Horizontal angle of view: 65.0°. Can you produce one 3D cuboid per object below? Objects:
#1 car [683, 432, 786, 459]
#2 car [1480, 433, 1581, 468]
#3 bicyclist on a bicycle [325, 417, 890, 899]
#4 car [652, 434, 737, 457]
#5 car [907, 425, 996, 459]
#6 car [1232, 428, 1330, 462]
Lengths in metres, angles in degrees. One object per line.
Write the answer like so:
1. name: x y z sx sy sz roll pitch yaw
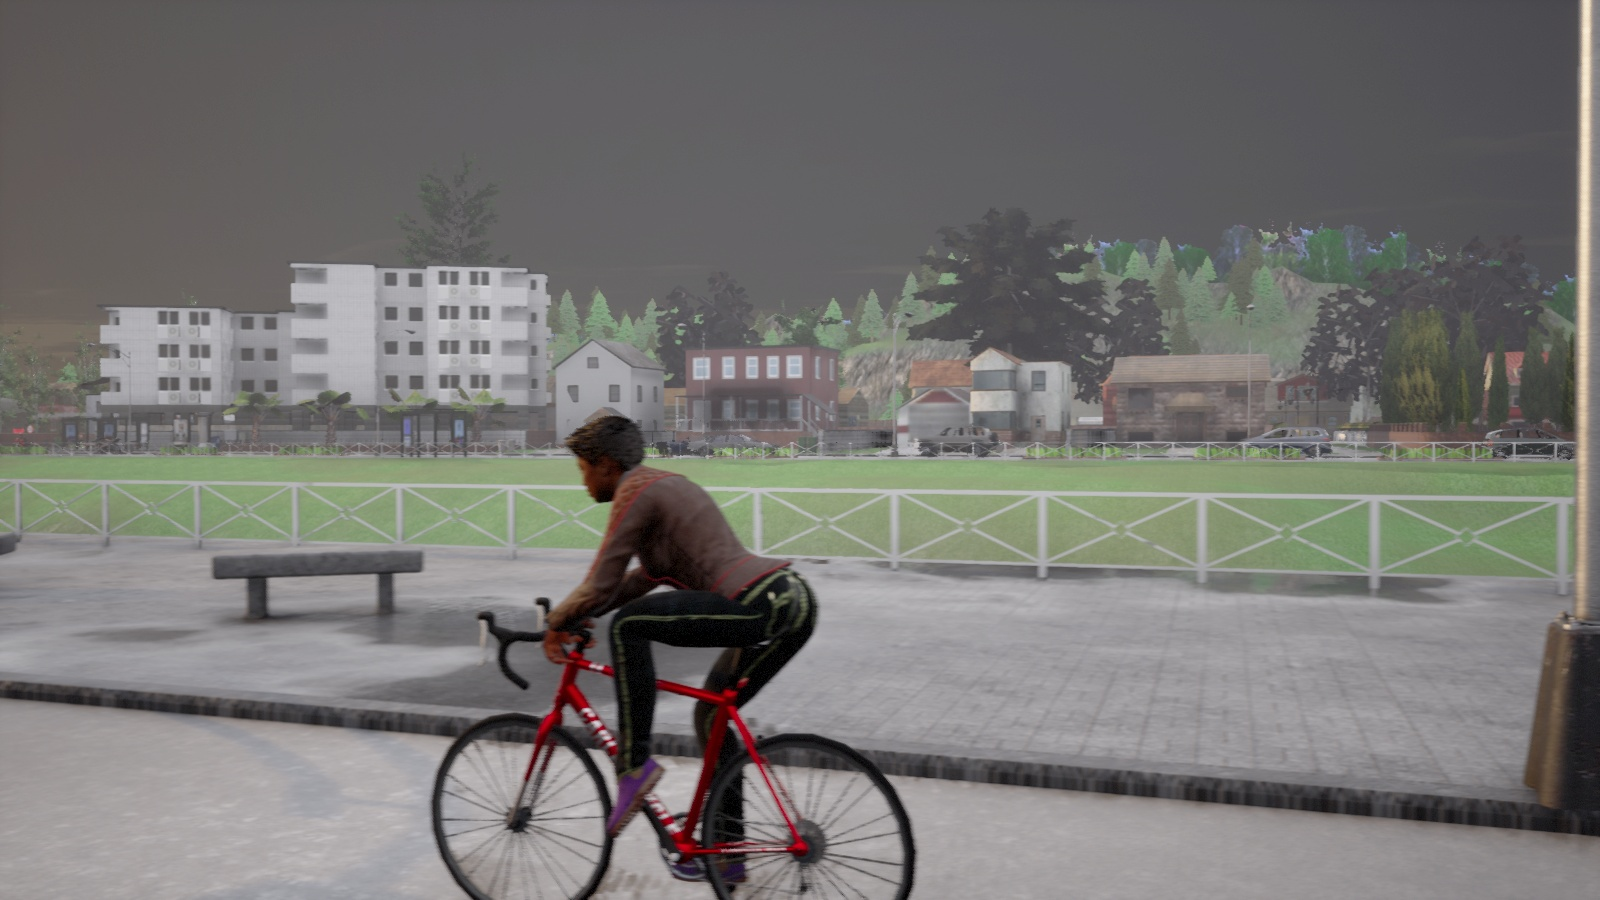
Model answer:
1. car: -3.675 -0.262 70.046 5.357 1.411 2.033 1 1 19
2. car: 33.421 0.009 57.556 3.705 1.549 1.789 0 1 19
3. bicyclist on a bicycle: -0.595 0.714 3.919 1.656 1.620 0.582 0 1 19
4. car: -6.319 -0.300 75.158 4.718 1.301 1.895 1 1 19
5. car: 8.474 -0.449 70.173 4.605 1.855 1.932 1 1 19
6. car: 24.728 -0.272 64.702 4.611 1.667 2.242 1 1 19
